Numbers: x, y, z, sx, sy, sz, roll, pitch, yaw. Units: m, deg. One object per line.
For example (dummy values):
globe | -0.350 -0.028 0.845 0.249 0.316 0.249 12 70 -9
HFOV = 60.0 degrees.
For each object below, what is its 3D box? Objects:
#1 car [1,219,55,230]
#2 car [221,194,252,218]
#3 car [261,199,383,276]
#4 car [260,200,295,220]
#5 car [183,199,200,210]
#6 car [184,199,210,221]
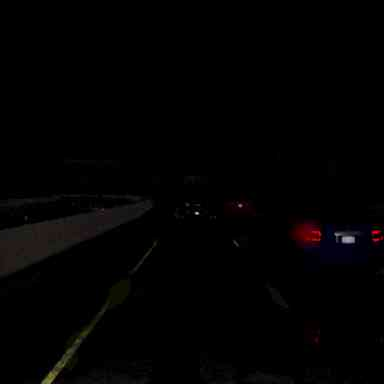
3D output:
car | -10.370 1.475 21.375 1.882 1.535 5.008 0 0 0
car | 3.896 1.209 29.608 2.150 2.045 5.566 0 0 0
car | 3.717 1.216 10.522 2.150 2.045 5.566 0 0 1
car | 7.391 1.512 29.248 1.812 1.442 4.674 0 0 0
car | -0.081 1.586 43.038 1.895 1.301 4.718 0 0 -4
car | 0.387 1.555 26.897 1.994 1.385 4.181 0 0 0
